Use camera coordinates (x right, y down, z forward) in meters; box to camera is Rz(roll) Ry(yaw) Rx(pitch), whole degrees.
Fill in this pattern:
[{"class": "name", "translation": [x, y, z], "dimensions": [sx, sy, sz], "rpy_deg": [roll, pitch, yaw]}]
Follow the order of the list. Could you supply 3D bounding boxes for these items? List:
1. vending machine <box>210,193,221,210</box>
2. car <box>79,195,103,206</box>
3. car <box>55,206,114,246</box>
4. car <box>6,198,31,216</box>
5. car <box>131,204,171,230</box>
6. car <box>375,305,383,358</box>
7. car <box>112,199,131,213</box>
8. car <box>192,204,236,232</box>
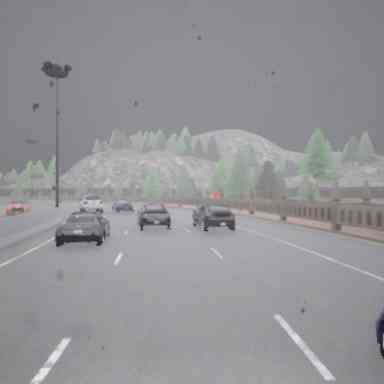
[{"class": "vending machine", "translation": [2.996, 1.192, 41.840], "dimensions": [1.100, 2.100, 0.880], "rpy_deg": [0, 0, -22]}, {"class": "car", "translation": [-11.515, 1.312, 37.868], "dimensions": [2.150, 2.045, 5.566], "rpy_deg": [0, 0, -23]}, {"class": "car", "translation": [-4.968, 1.586, 15.527], "dimensions": [1.994, 1.385, 4.181], "rpy_deg": [0, 0, -9]}, {"class": "car", "translation": [-18.071, 1.484, 34.831], "dimensions": [2.097, 1.767, 4.553], "rpy_deg": [0, 0, -24]}, {"class": "car", "translation": [-2.519, 1.505, 21.217], "dimensions": [2.128, 1.511, 4.902], "rpy_deg": [0, 0, -12]}, {"class": "car", "translation": [3.385, 1.511, 2.467], "dimensions": [1.812, 1.442, 4.674], "rpy_deg": [0, 0, -2]}, {"class": "car", "translation": [-8.087, 1.593, 38.579], "dimensions": [1.812, 1.442, 4.674], "rpy_deg": [0, 0, -23]}, {"class": "car", "translation": [1.231, 1.498, 20.386], "dimensions": [1.837, 1.490, 4.892], "rpy_deg": [0, 0, -11]}]
